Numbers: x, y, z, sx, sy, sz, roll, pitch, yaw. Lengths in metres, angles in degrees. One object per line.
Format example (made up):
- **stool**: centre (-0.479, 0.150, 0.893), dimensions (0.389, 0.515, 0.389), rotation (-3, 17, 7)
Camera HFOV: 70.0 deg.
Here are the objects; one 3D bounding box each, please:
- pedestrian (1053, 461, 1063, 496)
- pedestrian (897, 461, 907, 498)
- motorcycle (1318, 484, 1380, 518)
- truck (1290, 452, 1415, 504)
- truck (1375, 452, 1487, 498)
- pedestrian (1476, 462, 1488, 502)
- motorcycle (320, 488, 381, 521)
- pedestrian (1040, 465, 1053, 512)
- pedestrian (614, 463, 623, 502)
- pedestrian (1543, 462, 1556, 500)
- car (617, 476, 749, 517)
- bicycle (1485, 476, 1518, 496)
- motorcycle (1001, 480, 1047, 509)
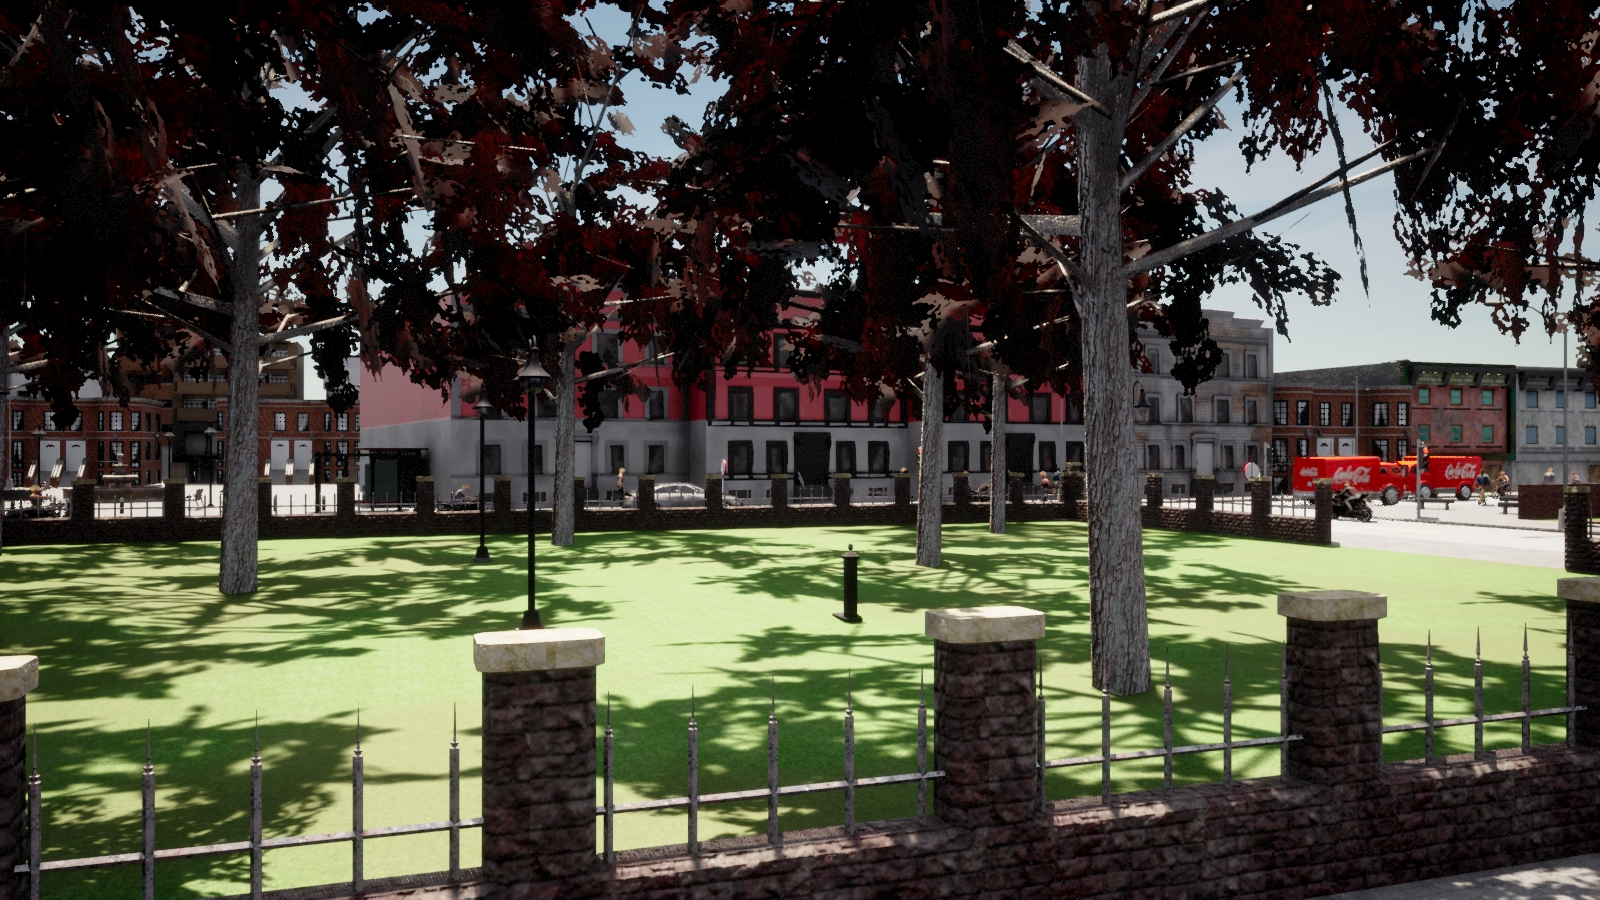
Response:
- **pedestrian**: centre (13.945, 1.524, 61.663), dimensions (0.375, 1.860, 0.375), rotation (0, 0, -22)
- **pedestrian**: centre (5.235, 1.523, 58.763), dimensions (0.375, 1.860, 0.375), rotation (0, 0, -16)
- **motorcycle**: centre (21.567, 1.985, 44.945), dimensions (0.867, 1.251, 2.209), rotation (0, 0, -20)
- **truck**: centre (27.619, 1.349, 57.194), dimensions (5.204, 2.467, 2.627), rotation (0, 0, -17)
- **truck**: centre (35.004, 1.348, 63.458), dimensions (5.204, 2.467, 2.627), rotation (0, 0, -19)
- **pedestrian**: centre (32.446, 1.517, 54.335), dimensions (0.375, 1.860, 0.375), rotation (0, 0, -37)
- **motorcycle**: centre (-16.404, 1.993, 41.719), dimensions (2.033, 1.145, 0.803), rotation (0, 0, -19)
- **pedestrian**: centre (9.781, 1.525, 45.352), dimensions (0.375, 1.860, 0.375), rotation (0, 0, -15)
- **pedestrian**: centre (-8.564, 1.524, 53.847), dimensions (0.375, 1.860, 0.375), rotation (0, 0, -17)
- **pedestrian**: centre (36.723, 1.515, 55.965), dimensions (0.375, 1.860, 0.375), rotation (0, 0, -29)
- **car**: centre (-4.677, 1.827, 45.707), dimensions (4.902, 1.511, 2.128), rotation (0, 0, -19)
- **bicycle**: centre (40.060, 2.036, 65.248), dimensions (1.487, 1.080, 0.859), rotation (0, 0, -18)
- **motorcycle**: centre (9.939, 1.962, 50.621), dimensions (1.805, 1.236, 0.856), rotation (0, 0, -20)
